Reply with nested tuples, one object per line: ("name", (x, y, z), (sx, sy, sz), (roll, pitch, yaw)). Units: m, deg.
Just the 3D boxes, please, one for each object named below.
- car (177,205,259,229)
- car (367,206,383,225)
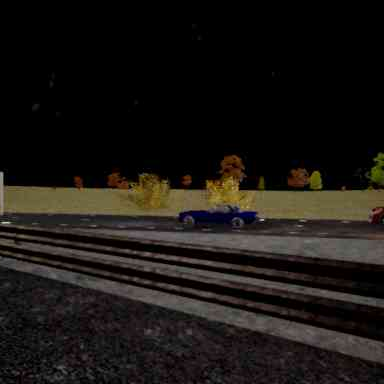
("car", (1.528, 1.422, 19.902), (4.718, 1.301, 1.895), (0, 0, 18))
("car", (13.011, 1.125, 19.775), (4.553, 1.767, 2.097), (0, 0, 18))
